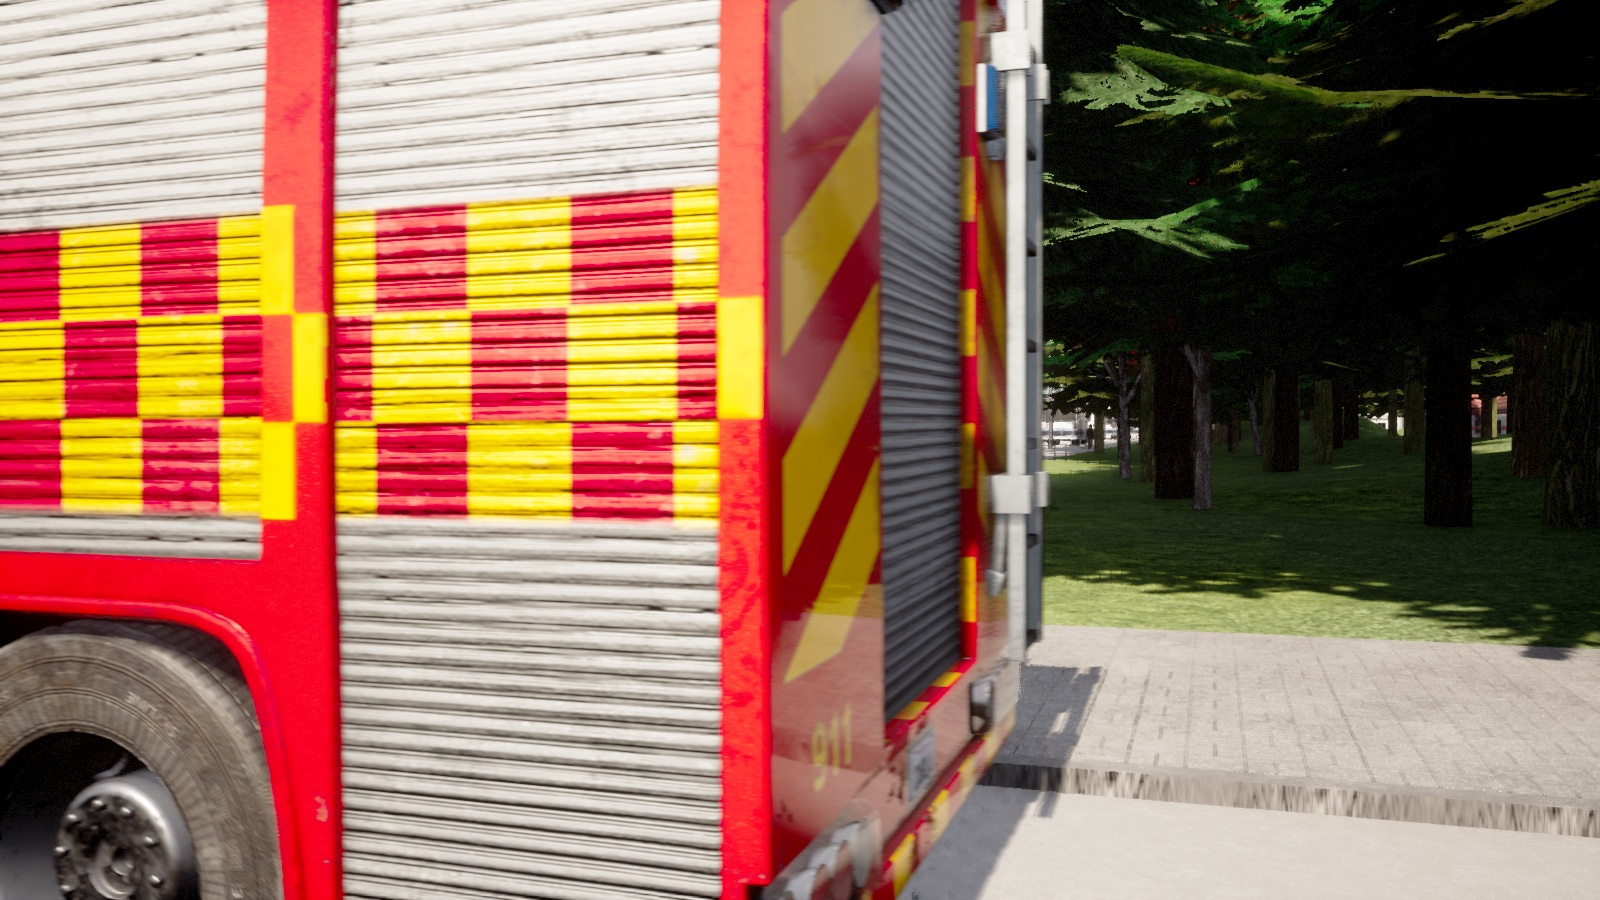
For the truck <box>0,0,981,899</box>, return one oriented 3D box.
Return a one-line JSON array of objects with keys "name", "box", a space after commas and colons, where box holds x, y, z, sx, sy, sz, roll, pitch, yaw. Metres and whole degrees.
[{"name": "truck", "box": [-3.764, -0.431, 4.963, 8.468, 3.827, 2.891, 1, 1, 19]}]
